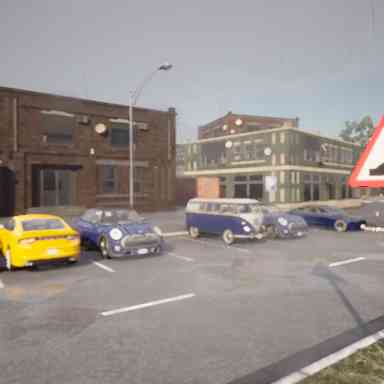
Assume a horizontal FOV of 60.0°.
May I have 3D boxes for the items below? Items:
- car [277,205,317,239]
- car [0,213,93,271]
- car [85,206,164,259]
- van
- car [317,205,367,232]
[{"bbox_3d":[3.867,1.405,17.738,2.185,1.767,4.553,0,0,-35],"label":"car"},{"bbox_3d":[-5.276,1.494,11.185,2.097,1.535,5.008,0,0,-35],"label":"car"},{"bbox_3d":[-2.931,1.382,12.899,2.185,1.767,4.553,0,0,-35],"label":"car"},{"bbox_3d":[1.584,1.303,15.931,1.878,1.987,4.442,0,0,-35],"label":"van"},{"bbox_3d":[8.330,1.555,20.841,2.163,1.488,4.792,0,0,-35],"label":"car"}]
